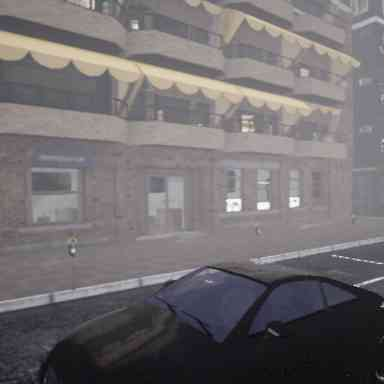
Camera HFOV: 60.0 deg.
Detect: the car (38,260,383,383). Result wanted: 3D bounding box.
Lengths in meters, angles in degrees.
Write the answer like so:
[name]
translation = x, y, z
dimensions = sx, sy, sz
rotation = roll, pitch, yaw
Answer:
[car]
translation = 0.555, 1.558, 3.769
dimensions = 4.181, 1.385, 1.994
rotation = 0, 0, -35
